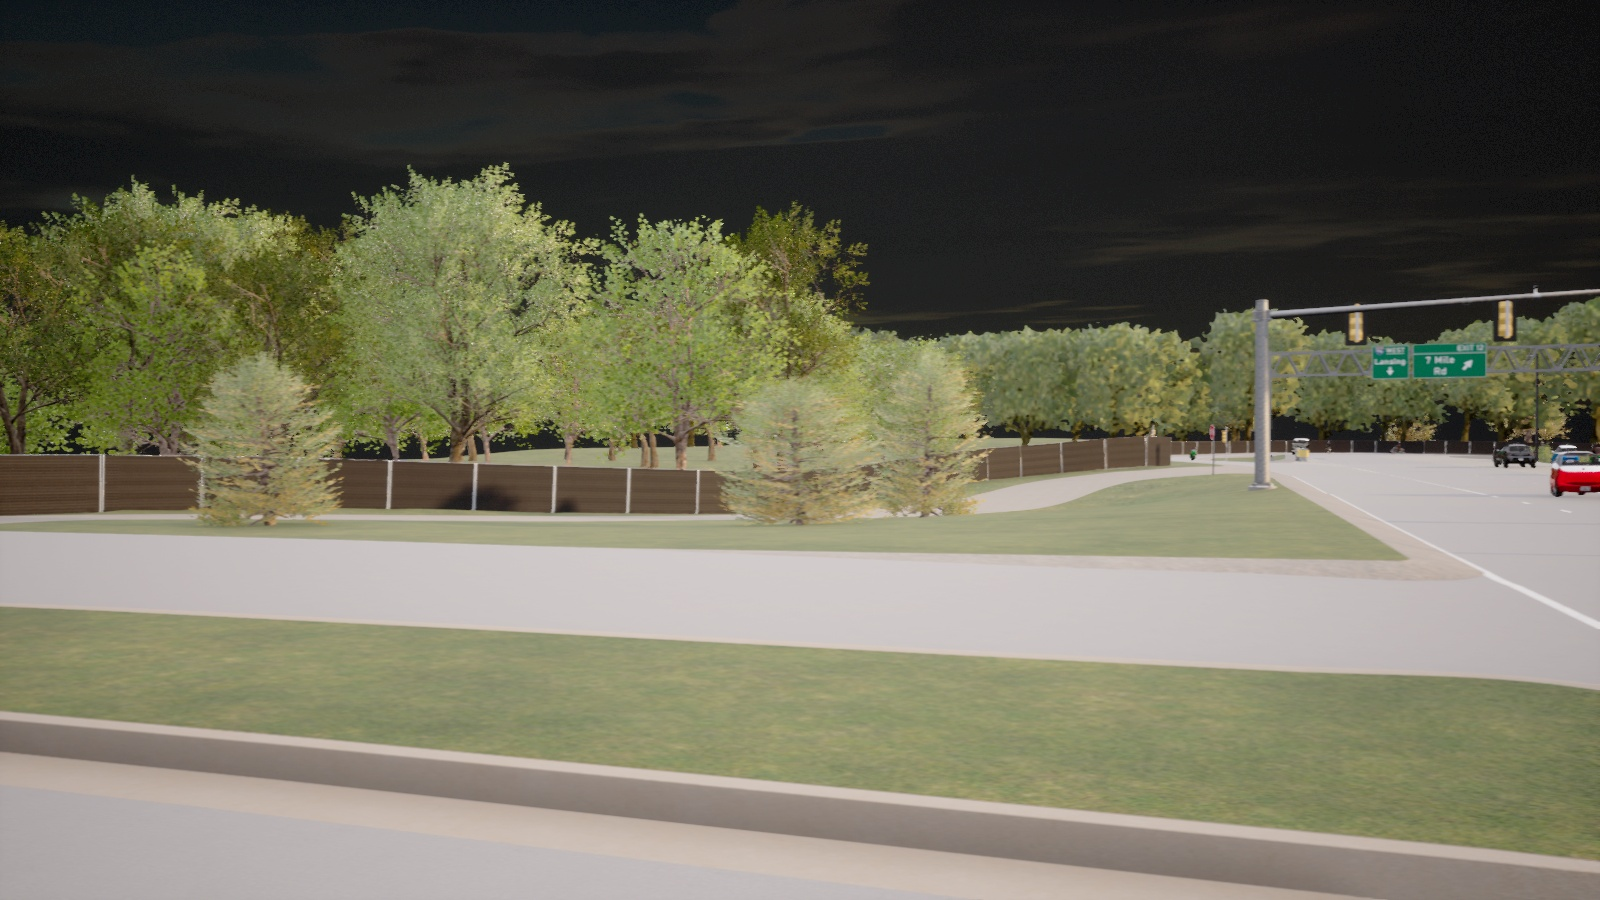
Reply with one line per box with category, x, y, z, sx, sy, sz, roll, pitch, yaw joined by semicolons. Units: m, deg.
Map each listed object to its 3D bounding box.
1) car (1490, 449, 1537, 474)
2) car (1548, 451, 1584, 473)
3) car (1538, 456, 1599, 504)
car;44.795;0.701;78.884;1.816;1.474;4.193;0;0;19
car;48.983;0.746;80.313;1.481;1.376;2.207;0;1;19
car;23.363;0.891;37.896;1.481;1.376;2.207;0;0;19
